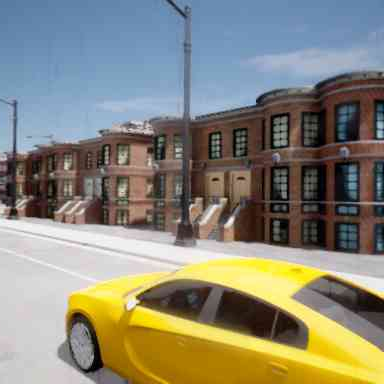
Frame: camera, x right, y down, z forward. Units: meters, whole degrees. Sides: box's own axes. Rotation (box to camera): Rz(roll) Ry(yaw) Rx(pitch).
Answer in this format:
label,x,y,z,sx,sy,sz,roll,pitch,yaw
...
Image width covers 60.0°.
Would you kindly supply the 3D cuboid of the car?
label,x,y,z,sx,sy,sz,roll,pitch,yaw
car,0.430,1.549,3.937,5.008,1.535,1.882,0,-1,39
